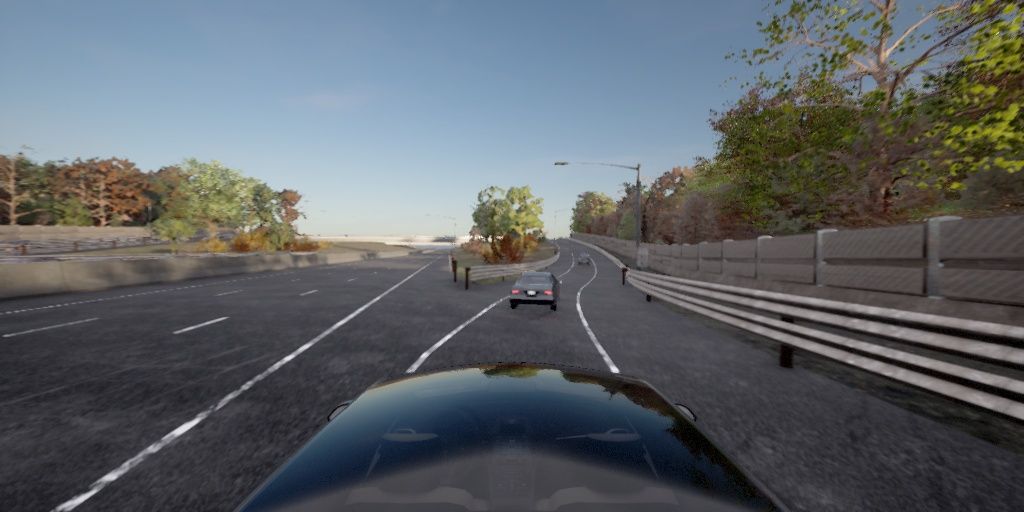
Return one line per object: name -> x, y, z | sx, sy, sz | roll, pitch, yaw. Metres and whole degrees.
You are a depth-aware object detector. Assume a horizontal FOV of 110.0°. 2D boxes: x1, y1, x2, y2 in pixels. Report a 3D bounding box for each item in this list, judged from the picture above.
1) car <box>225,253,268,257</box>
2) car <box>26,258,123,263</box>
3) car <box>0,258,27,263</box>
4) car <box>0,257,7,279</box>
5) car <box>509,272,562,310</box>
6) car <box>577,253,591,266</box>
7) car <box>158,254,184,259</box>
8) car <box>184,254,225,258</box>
car -> -29.538, 0.499, 40.375 | 1.837, 1.490, 4.892 | 0, 1, -9
car -> -26.552, 0.815, 22.929 | 2.033, 1.411, 5.357 | 0, 1, -10
car -> -29.999, 0.807, 22.334 | 2.033, 1.411, 5.357 | 0, 1, -10
car -> -33.211, 0.821, 20.345 | 2.033, 1.411, 5.357 | 0, 1, -10
car -> 1.109, 1.375, 15.335 | 2.033, 1.411, 5.357 | 1, 0, 9
car -> 11.728, 0.737, 58.488 | 2.128, 1.511, 4.902 | 1, 3, 11
car -> -36.313, 0.536, 38.534 | 2.033, 1.411, 5.357 | 0, 1, -9
car -> -32.952, 0.481, 39.581 | 2.128, 1.511, 4.902 | 0, 1, -9
